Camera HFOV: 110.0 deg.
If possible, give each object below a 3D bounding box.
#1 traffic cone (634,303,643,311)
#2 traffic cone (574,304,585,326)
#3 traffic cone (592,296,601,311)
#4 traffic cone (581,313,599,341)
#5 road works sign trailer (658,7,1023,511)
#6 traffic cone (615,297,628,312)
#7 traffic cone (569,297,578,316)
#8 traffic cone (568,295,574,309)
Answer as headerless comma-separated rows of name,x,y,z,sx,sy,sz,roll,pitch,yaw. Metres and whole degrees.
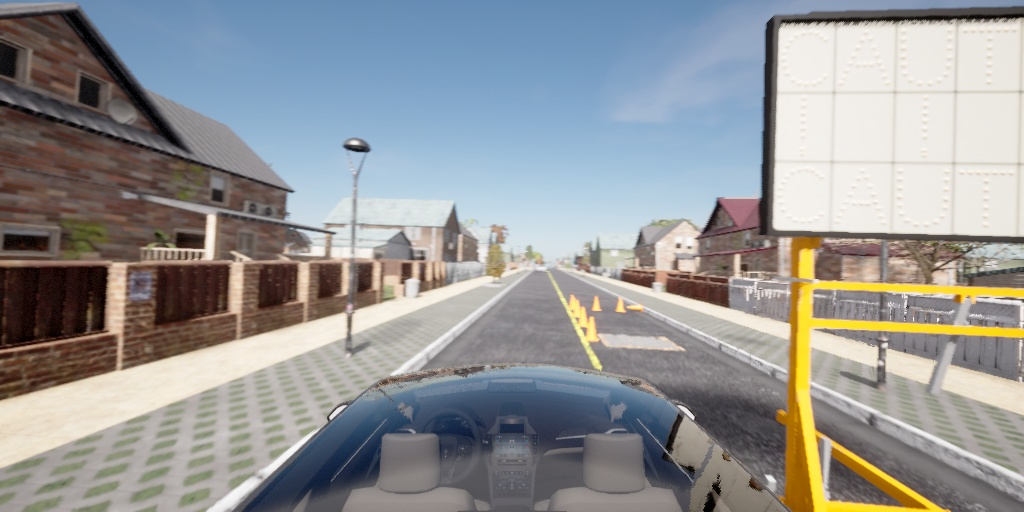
traffic cone,5.439,1.895,15.062,0.340,0.580,0.340,0,0,5
traffic cone,2.228,1.900,11.320,0.340,0.580,0.340,0,0,5
traffic cone,3.568,1.998,15.218,0.340,0.580,0.340,0,0,5
traffic cone,2.056,1.870,9.327,0.340,0.580,0.340,0,0,5
road works sign trailer,2.629,0.319,2.259,2.380,3.560,2.880,0,0,5
traffic cone,4.564,2.035,15.131,0.340,0.580,0.340,0,0,5
traffic cone,2.401,1.931,13.312,0.340,0.580,0.340,0,0,5
traffic cone,2.573,1.962,15.305,0.340,0.580,0.340,0,0,5
